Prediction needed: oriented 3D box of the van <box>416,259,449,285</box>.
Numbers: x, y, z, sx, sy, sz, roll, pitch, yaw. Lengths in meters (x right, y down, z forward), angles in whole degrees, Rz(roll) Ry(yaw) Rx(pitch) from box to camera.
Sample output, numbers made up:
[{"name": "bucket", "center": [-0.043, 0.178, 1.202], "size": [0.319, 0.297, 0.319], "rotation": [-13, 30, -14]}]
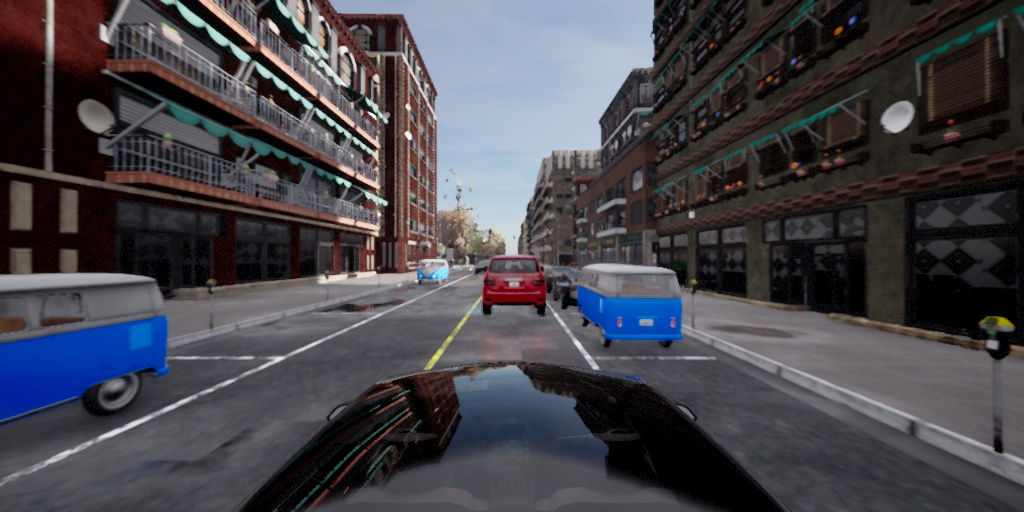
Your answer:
[{"name": "van", "center": [-5.698, 1.121, 26.020], "size": [1.690, 1.789, 3.998], "rotation": [0, 0, 0]}]

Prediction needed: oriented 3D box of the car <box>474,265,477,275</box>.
[{"name": "car", "center": [-3.102, 1.310, 40.067], "size": [1.837, 1.490, 4.892], "rotation": [0, 0, 0]}]

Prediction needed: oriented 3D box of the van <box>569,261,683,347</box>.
[{"name": "van", "center": [2.689, 1.099, 9.039], "size": [1.690, 1.789, 3.998], "rotation": [0, 0, 0]}]

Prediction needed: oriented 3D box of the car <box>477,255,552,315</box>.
[{"name": "car", "center": [0.082, 0.985, 13.854], "size": [2.150, 2.045, 5.566], "rotation": [0, 0, 0]}]

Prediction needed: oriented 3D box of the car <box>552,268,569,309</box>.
[{"name": "car", "center": [2.687, 1.331, 14.700], "size": [1.948, 1.339, 4.313], "rotation": [0, 0, 0]}]

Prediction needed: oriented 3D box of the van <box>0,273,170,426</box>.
[{"name": "van", "center": [-5.690, 1.092, 3.373], "size": [1.690, 1.789, 3.998], "rotation": [0, 0, 0]}]
